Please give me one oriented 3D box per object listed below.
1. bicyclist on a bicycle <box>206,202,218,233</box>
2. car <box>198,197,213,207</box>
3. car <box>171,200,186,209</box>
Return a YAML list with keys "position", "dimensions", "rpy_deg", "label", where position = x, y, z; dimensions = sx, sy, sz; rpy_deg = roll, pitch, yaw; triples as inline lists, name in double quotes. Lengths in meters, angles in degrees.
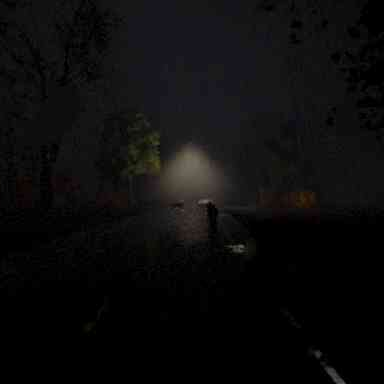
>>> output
- position: [1.180, 1.522, 18.237]
  dimensions: [0.582, 1.620, 1.656]
  rpy_deg: [0, 0, 1]
  label: "bicyclist on a bicycle"
- position: [2.126, 1.905, 56.755]
  dimensions: [1.895, 1.301, 4.718]
  rpy_deg: [0, -1, 4]
  label: "car"
- position: [-2.053, 1.848, 50.387]
  dimensions: [1.895, 1.301, 4.718]
  rpy_deg: [0, 0, 4]
  label: "car"
